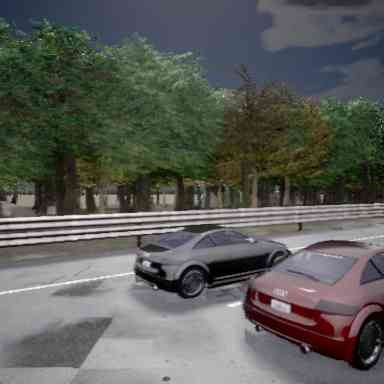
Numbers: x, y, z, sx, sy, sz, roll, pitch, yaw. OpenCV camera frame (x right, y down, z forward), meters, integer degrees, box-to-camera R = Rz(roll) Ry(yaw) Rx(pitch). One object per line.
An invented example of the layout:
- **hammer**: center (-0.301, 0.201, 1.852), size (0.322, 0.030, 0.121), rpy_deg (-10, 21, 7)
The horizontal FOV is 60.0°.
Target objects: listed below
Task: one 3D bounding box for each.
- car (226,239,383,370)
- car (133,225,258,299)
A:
- **car**: center (2.876, 1.554, 5.748), size (4.181, 1.385, 1.994), rpy_deg (0, 0, -35)
- **car**: center (0.641, 1.547, 8.476), size (4.181, 1.385, 1.994), rpy_deg (0, 0, -34)
